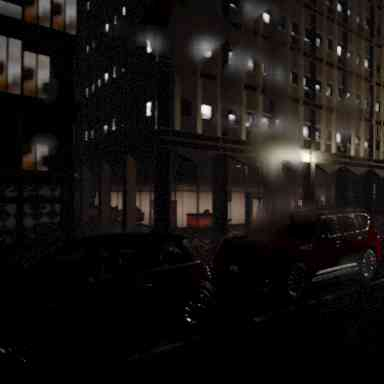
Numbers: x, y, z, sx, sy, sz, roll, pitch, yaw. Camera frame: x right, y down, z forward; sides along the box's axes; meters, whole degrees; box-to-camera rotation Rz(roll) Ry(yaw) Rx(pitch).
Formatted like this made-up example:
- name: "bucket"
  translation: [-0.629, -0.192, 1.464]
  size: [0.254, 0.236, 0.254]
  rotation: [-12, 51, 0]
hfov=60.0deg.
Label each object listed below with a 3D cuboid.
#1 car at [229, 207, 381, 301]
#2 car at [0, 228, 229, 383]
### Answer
- name: "car"
  translation: [2.965, 1.358, 8.674]
  size: [5.009, 1.841, 2.192]
  rotation: [0, 0, -36]
- name: "car"
  translation: [-1.652, 1.452, 5.373]
  size: [4.097, 1.590, 1.967]
  rotation: [0, 0, -36]
